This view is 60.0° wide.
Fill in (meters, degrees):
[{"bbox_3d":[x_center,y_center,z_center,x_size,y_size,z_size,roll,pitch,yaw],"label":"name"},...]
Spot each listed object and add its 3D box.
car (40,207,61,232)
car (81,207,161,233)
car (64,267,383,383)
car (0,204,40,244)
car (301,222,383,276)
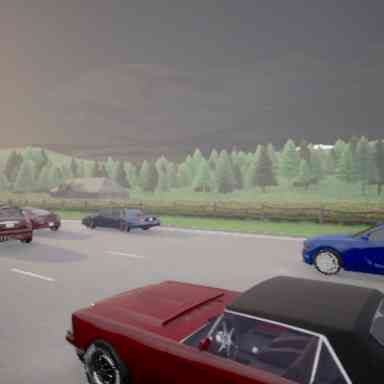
[{"bbox_3d":[-9.508,1.577,19.374,4.674,1.442,1.812,0,0,36],"label":"car"},{"bbox_3d":[-4.348,1.588,19.993,5.357,1.411,2.033,0,0,36],"label":"car"},{"bbox_3d":[0.797,1.604,3.423,4.718,1.301,1.895,0,0,36],"label":"car"},{"bbox_3d":[-9.127,1.395,14.802,4.553,1.767,2.097,0,0,36],"label":"car"},{"bbox_3d":[5.450,1.478,8.703,5.008,1.535,1.882,0,0,36],"label":"car"}]
